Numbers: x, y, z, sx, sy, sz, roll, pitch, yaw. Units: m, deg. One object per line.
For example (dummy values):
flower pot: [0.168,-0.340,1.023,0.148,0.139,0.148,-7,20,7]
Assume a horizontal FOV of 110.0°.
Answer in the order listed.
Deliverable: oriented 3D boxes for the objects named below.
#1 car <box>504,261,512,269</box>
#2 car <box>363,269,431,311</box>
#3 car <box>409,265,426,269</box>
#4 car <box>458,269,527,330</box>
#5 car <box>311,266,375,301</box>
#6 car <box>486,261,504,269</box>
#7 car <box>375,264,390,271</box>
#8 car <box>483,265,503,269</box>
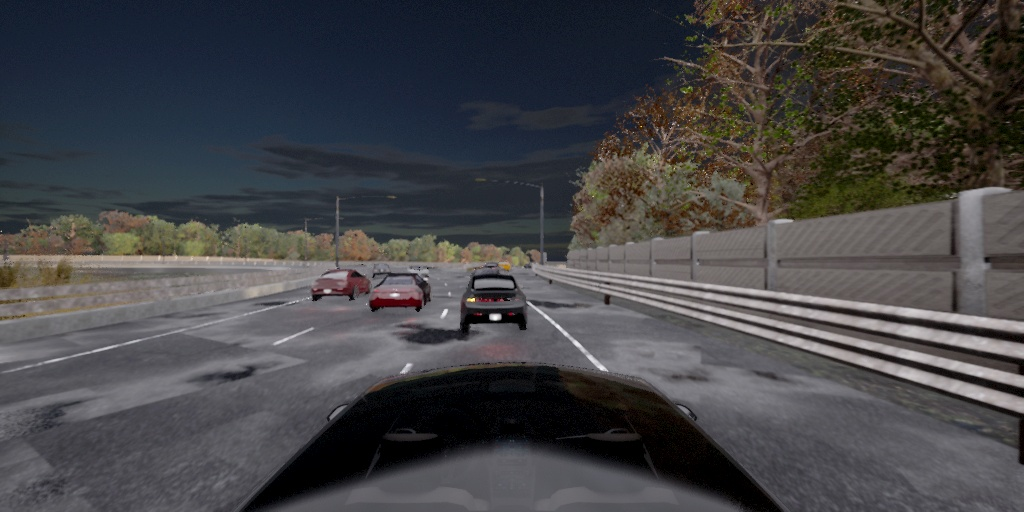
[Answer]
car: [-1.182,1.579,55.369,1.882,1.535,5.008,0,0,6]
car: [-4.540,1.406,15.037,1.994,1.385,4.181,0,0,-8]
car: [-9.875,1.595,37.264,1.895,1.301,4.718,0,0,-19]
car: [-0.636,1.319,11.482,1.837,1.490,4.892,0,-1,-5]
car: [-8.501,1.393,18.070,1.812,1.442,4.674,0,0,-9]
car: [-2.192,1.511,40.562,1.837,1.490,4.892,0,0,1]
car: [-14.226,1.559,39.020,2.033,1.411,5.357,0,0,-21]
car: [-1.802,1.501,24.426,1.895,1.301,4.718,0,0,-4]
